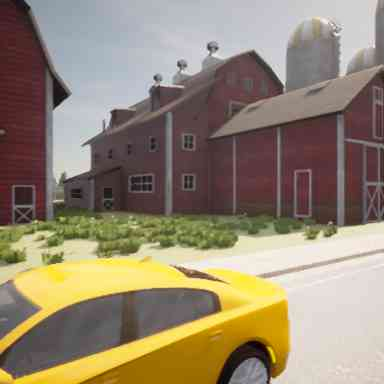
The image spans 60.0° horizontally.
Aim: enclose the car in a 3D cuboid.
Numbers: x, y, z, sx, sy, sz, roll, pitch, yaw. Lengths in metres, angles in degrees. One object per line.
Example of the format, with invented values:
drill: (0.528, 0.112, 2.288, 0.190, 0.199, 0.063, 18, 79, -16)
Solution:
car: (-1.164, 1.478, 3.161, 5.008, 1.535, 1.882, 0, 0, -36)
